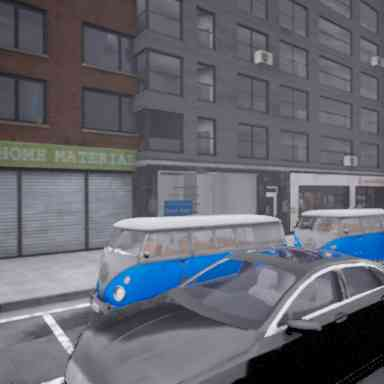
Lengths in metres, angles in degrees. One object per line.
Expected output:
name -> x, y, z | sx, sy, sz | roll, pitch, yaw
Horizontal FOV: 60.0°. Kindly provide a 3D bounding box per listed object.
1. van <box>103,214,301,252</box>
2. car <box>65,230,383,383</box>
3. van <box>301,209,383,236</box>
van -> 0.146, 1.367, 6.638 | 3.998, 1.788, 1.690 | 0, -1, -35
car -> 1.034, 1.512, 4.103 | 4.902, 1.511, 2.128 | 0, 0, -35
van -> 4.700, 1.401, 9.872 | 3.998, 1.788, 1.690 | 0, -1, -35
